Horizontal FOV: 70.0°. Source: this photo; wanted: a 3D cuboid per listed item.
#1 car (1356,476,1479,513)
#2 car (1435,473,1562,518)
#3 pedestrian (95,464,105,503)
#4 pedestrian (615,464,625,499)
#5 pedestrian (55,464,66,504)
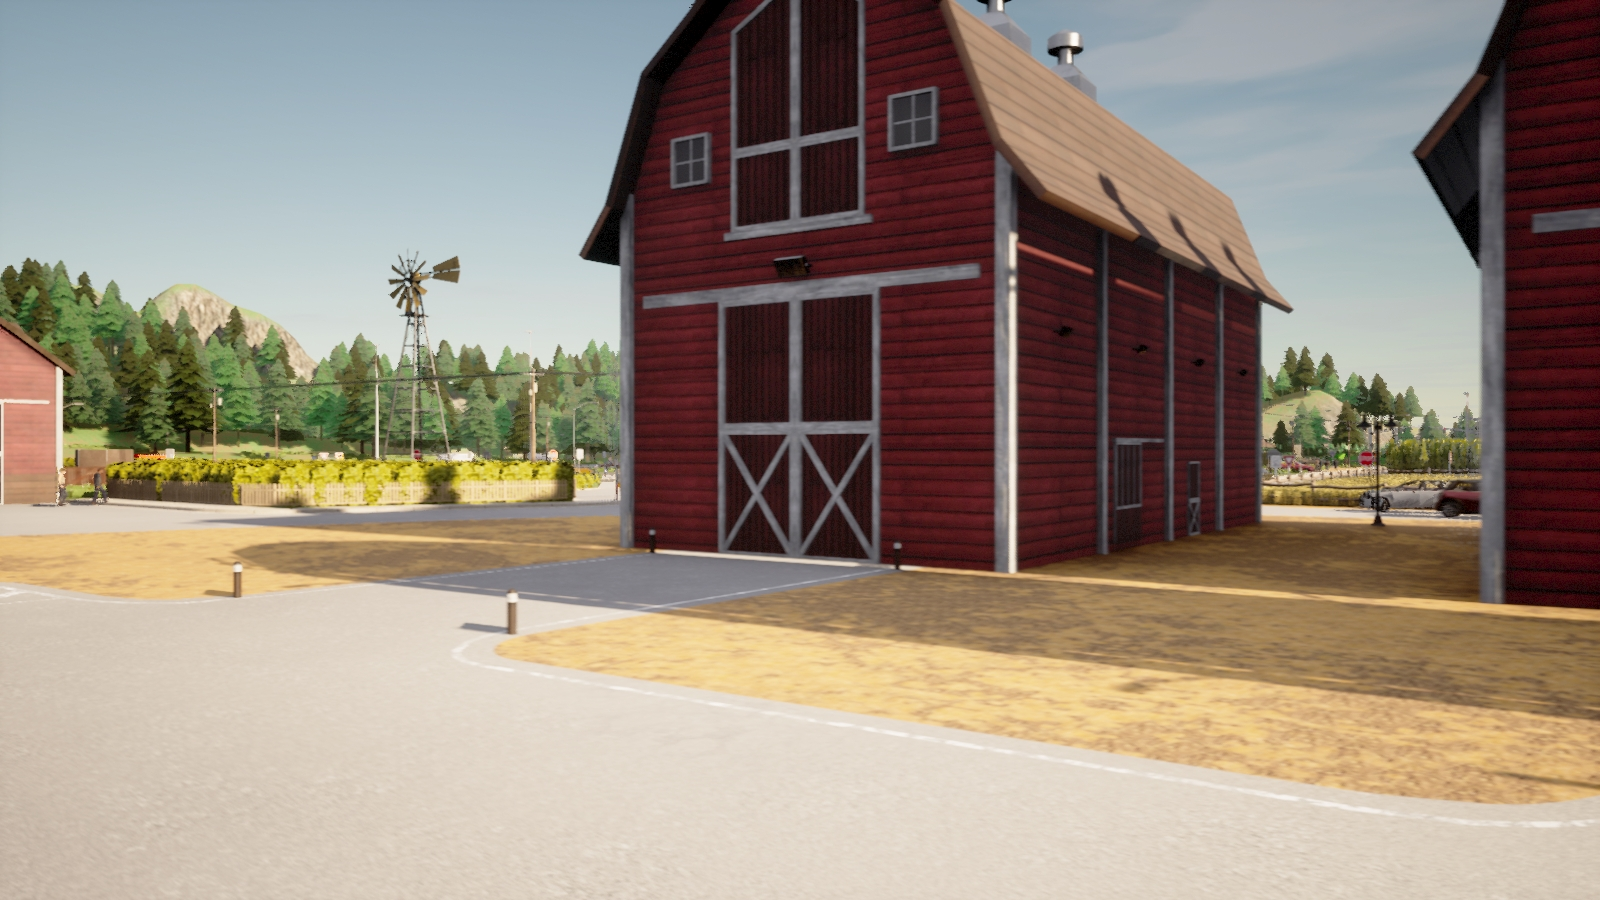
[{"bbox_3d":[28.871,2.048,53.449,4.902,1.511,2.128,0,0,32],"label":"car"},{"bbox_3d":[29.890,1.906,48.940,4.553,1.767,2.097,0,0,34],"label":"car"},{"bbox_3d":[-33.903,1.615,55.312,0.375,1.860,0.375,0,0,-39],"label":"pedestrian"},{"bbox_3d":[-9.862,1.725,62.571,0.375,1.860,0.375,0,0,25],"label":"pedestrian"},{"bbox_3d":[-34.998,1.617,54.060,0.375,1.860,0.375,0,0,-26],"label":"pedestrian"}]
